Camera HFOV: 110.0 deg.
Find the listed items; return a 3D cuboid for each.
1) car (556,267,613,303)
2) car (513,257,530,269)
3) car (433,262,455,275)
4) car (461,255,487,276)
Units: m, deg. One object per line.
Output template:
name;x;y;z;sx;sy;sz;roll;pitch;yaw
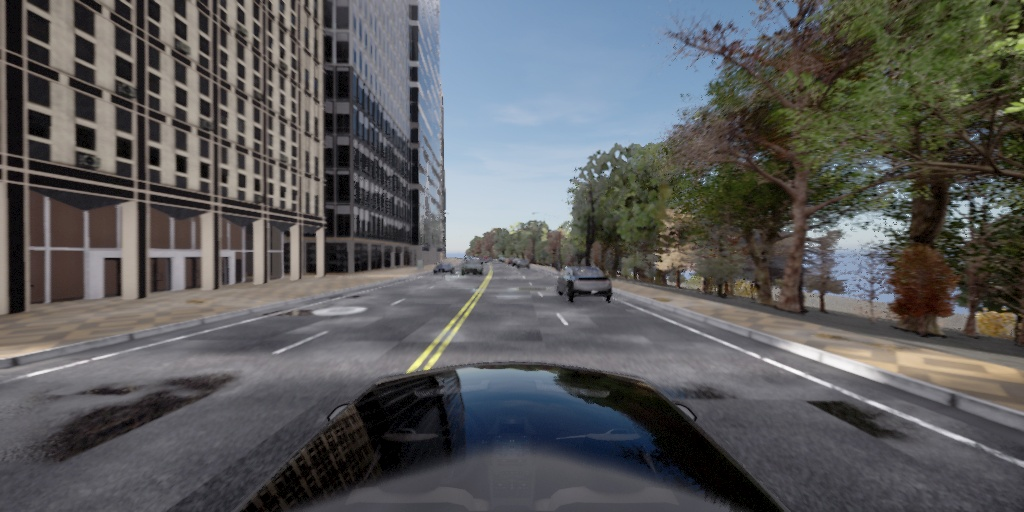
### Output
car;3.221;1.234;16.655;2.128;1.511;4.902;0;0;-1
car;1.718;1.217;55.787;2.128;1.511;4.902;0;0;-3
car;-7.316;1.318;38.934;1.994;1.385;4.181;0;0;-2
car;-3.977;1.099;36.564;2.097;1.767;4.553;0;0;-2
